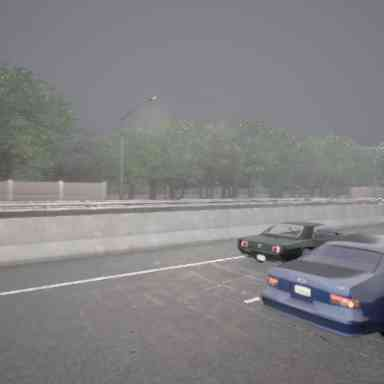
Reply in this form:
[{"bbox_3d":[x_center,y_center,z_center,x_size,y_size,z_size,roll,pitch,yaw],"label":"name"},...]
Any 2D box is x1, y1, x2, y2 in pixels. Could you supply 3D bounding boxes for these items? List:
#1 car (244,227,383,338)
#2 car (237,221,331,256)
[{"bbox_3d":[3.730,1.553,6.533,5.357,1.411,2.033,0,0,-36],"label":"car"},{"bbox_3d":[3.807,1.609,10.889,4.718,1.301,1.895,0,0,-36],"label":"car"}]
